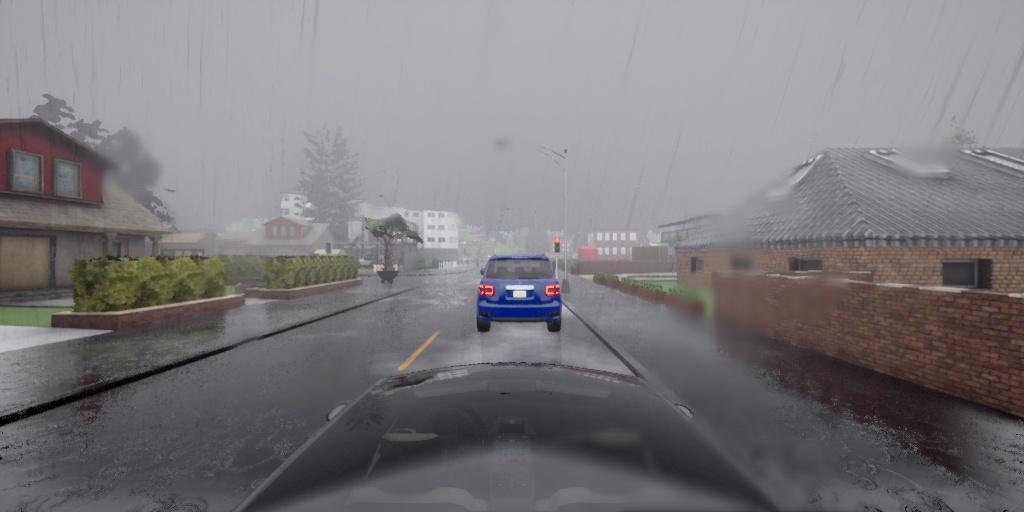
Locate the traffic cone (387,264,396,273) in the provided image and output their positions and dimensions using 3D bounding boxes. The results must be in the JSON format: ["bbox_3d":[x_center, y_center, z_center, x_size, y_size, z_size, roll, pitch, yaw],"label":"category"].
[{"bbox_3d":[-15.438,1.542,45.834,0.344,0.586,0.344,0,0,0],"label":"traffic cone"}]

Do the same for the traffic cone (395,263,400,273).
[{"bbox_3d":[-15.073,1.538,46.401,0.344,0.586,0.344,0,0,0],"label":"traffic cone"}]

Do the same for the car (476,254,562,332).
[{"bbox_3d":[0.181,0.967,10.961,2.150,2.045,5.566,0,0,0],"label":"car"}]

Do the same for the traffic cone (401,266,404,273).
[{"bbox_3d":[-14.066,1.562,47.434,0.344,0.586,0.344,0,0,0],"label":"traffic cone"}]
